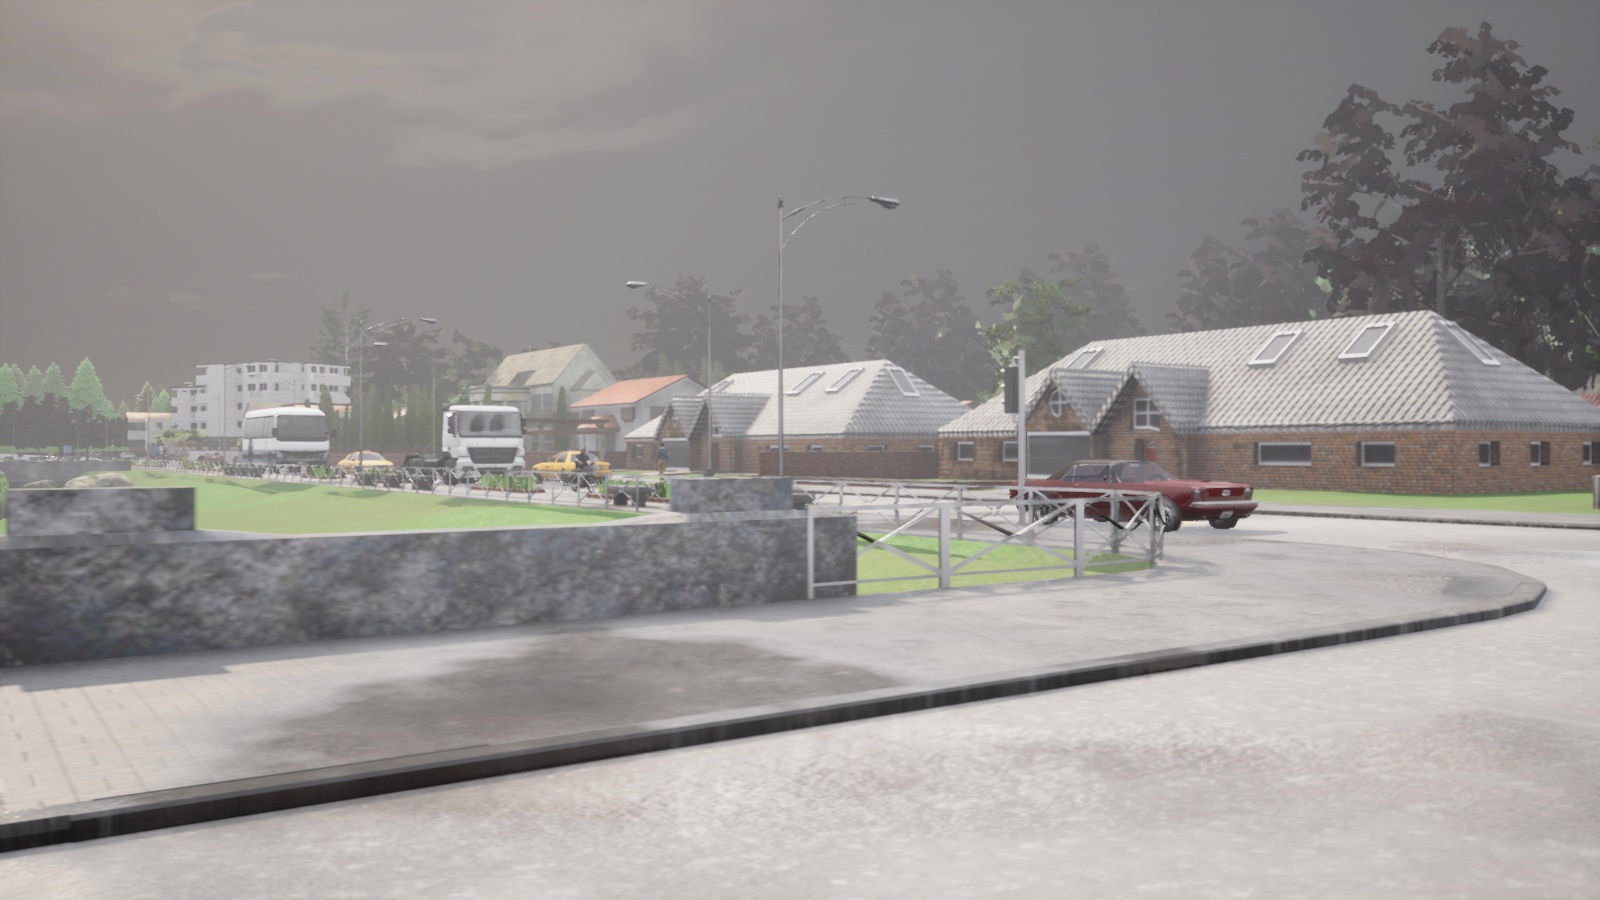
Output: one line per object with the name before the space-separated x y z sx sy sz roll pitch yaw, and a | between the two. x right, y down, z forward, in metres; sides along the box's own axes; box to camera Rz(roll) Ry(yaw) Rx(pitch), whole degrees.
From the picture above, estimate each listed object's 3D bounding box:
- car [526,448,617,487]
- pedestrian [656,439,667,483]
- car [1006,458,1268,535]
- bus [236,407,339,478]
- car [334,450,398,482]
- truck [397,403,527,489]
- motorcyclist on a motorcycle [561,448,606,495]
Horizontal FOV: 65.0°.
car | -9.962 0.736 54.450 1.801 1.575 5.366 0 0 -35
pedestrian | -6.294 0.486 56.877 0.423 1.949 0.788 0 0 -11
car | 6.316 0.807 24.070 1.895 1.301 4.718 0 0 -35
bus | -32.931 -0.449 80.428 3.944 4.253 10.273 0 0 -35
car | -22.814 0.809 65.908 1.801 1.575 5.366 0 0 -35
truck | -14.732 -0.157 54.291 2.891 3.462 7.936 0 0 -35
motorcyclist on a motorcycle | -7.610 0.738 44.070 0.866 1.590 1.817 0 0 -35
